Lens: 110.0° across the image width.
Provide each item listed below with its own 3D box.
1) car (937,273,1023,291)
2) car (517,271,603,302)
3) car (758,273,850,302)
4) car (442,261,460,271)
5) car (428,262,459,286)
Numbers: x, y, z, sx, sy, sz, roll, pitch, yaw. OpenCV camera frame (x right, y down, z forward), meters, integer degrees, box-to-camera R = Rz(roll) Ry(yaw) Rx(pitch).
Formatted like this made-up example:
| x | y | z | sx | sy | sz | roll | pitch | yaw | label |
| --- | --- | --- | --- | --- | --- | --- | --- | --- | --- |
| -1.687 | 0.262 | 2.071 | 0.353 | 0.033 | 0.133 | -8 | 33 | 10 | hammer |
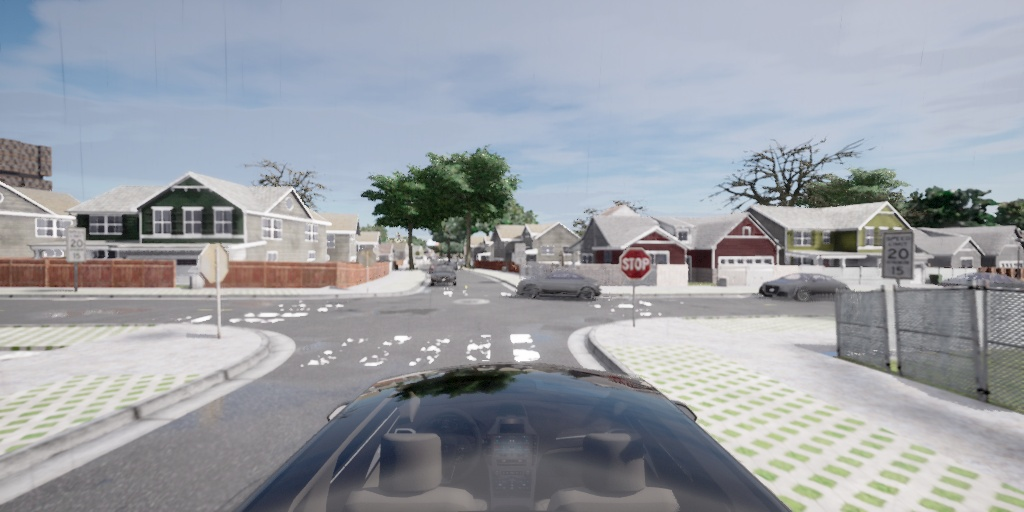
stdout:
| x | y | z | sx | sy | sz | roll | pitch | yaw | label |
| --- | --- | --- | --- | --- | --- | --- | --- | --- | --- |
| 28.896 | 1.748 | 22.052 | 5.357 | 1.411 | 2.033 | 1 | 1 | -16 | car |
| 2.366 | 1.424 | 17.910 | 4.181 | 1.385 | 1.994 | 1 | 0 | 13 | car |
| 15.295 | 1.595 | 18.814 | 4.181 | 1.385 | 1.994 | 1 | 1 | -12 | car |
| -9.770 | 1.610 | 57.260 | 2.128 | 1.511 | 4.902 | 0 | 0 | -17 | car |
| -5.169 | 1.435 | 27.252 | 1.837 | 1.490 | 4.892 | 0 | 0 | -10 | car |
